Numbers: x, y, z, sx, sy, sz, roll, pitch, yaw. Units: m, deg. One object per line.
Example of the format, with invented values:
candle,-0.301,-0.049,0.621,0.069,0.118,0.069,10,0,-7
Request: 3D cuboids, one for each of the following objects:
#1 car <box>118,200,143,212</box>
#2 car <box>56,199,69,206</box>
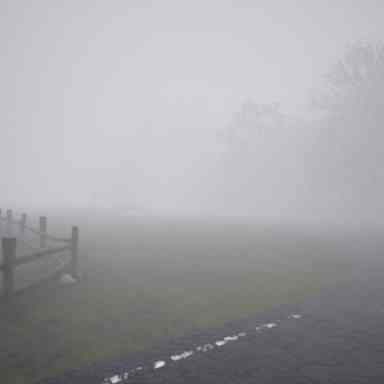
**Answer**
car,-8.131,1.799,43.249,1.812,1.442,4.674,1,-1,-36
car,-27.097,2.095,69.594,1.812,1.442,4.674,1,-1,-36
